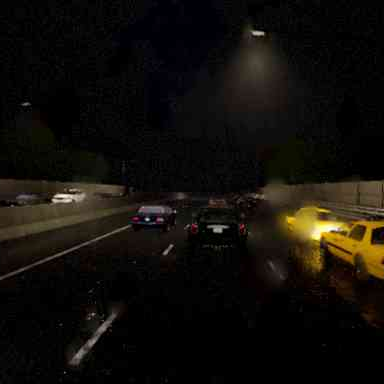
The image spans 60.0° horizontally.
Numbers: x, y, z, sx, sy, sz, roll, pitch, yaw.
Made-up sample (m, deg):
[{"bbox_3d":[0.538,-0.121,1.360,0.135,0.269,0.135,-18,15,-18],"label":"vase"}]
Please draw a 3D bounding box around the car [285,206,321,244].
[{"bbox_3d":[5.684,1.438,15.662,1.801,1.575,5.366,1,0,4],"label":"car"}]

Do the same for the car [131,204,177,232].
[{"bbox_3d":[-2.028,1.395,19.051,2.033,1.411,5.357,1,1,4],"label":"car"}]

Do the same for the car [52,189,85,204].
[{"bbox_3d":[-14.642,0.675,40.037,2.150,2.045,5.566,1,1,4],"label":"car"}]

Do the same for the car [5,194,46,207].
[{"bbox_3d":[-18.383,0.986,37.124,2.033,1.411,5.357,1,1,4],"label":"car"}]

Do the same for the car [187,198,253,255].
[{"bbox_3d":[1.031,1.288,13.197,2.097,1.767,4.553,1,0,4],"label":"car"}]

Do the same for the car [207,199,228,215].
[{"bbox_3d":[2.508,1.381,32.349,1.895,1.301,4.718,1,1,4],"label":"car"}]

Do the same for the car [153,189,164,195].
[{"bbox_3d":[-7.978,0.202,79.567,2.150,2.045,5.566,1,0,4],"label":"car"}]

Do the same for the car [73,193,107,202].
[{"bbox_3d":[-11.272,1.069,38.289,2.033,1.411,5.357,1,1,4],"label":"car"}]

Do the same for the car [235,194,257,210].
[{"bbox_3d":[6.444,1.251,38.691,2.128,1.511,4.902,1,1,5],"label":"car"}]

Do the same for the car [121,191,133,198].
[{"bbox_3d":[-15.163,0.593,77.515,1.837,1.490,4.892,1,0,4],"label":"car"}]

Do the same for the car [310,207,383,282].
[{"bbox_3d":[5.222,1.475,9.680,1.801,1.575,5.366,1,0,4],"label":"car"}]
